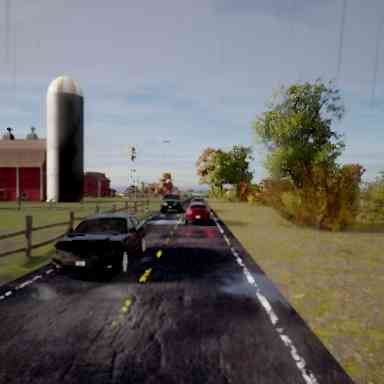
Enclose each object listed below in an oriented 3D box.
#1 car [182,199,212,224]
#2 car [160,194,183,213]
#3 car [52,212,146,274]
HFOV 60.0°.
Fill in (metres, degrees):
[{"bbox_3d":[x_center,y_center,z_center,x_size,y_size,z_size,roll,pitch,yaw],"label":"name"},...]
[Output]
[{"bbox_3d":[0.469,1.493,24.570,1.812,1.442,4.674,0,0,2],"label":"car"},{"bbox_3d":[-2.125,1.190,36.153,2.150,2.045,5.566,0,-1,1],"label":"car"},{"bbox_3d":[-2.688,1.452,10.616,1.882,1.535,5.008,0,1,1],"label":"car"}]
